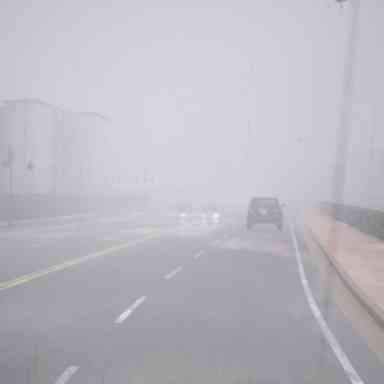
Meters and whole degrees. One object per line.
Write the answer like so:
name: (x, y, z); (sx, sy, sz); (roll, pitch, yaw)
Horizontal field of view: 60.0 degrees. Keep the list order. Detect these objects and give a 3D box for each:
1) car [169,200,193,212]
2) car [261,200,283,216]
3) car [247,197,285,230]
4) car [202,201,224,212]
car: (-1.229, 1.640, 39.968); (1.812, 1.442, 4.674); (1, 0, 16)
car: (8.890, 1.695, 36.679); (2.128, 1.511, 4.902); (1, 0, 15)
car: (4.959, 1.339, 22.322); (2.150, 2.045, 5.566); (1, 0, 16)
car: (2.596, 1.755, 40.624); (1.895, 1.301, 4.718); (1, 0, 16)
